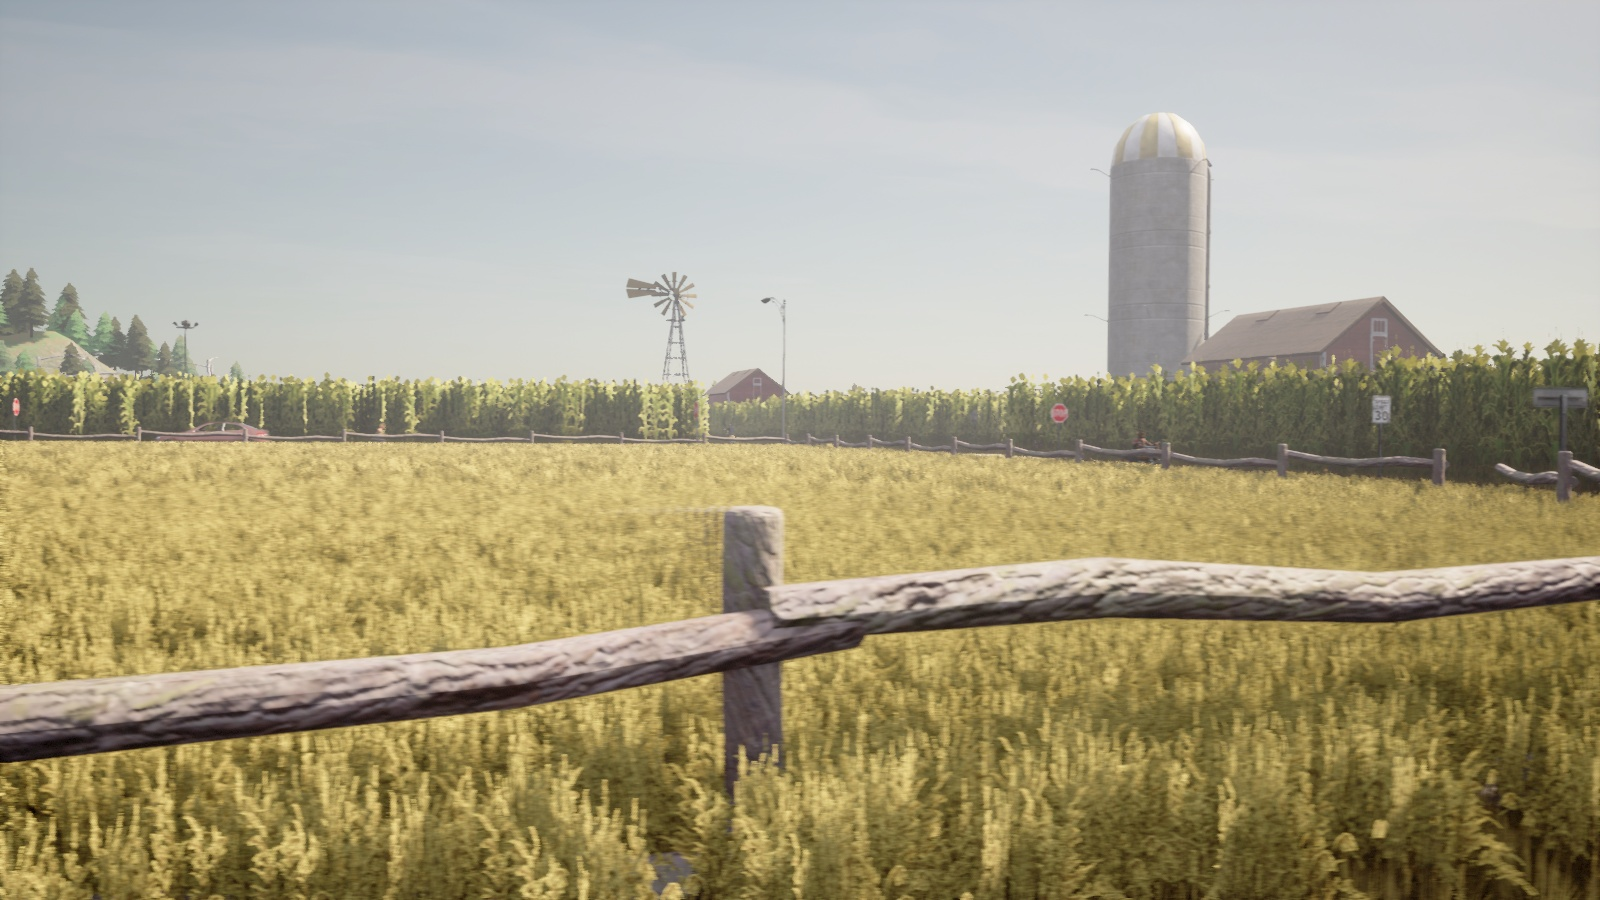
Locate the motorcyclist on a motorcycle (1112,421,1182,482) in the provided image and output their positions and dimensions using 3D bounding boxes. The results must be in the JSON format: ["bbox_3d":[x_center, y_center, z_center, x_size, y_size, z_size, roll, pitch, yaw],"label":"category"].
[{"bbox_3d":[9.809,0.018,35.553,0.766,1.649,2.350,-1,1,-17],"label":"motorcyclist on a motorcycle"}]

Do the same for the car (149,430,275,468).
[{"bbox_3d":[-27.144,-0.077,58.183,5.027,1.651,2.152,-1,1,-17],"label":"car"}]
